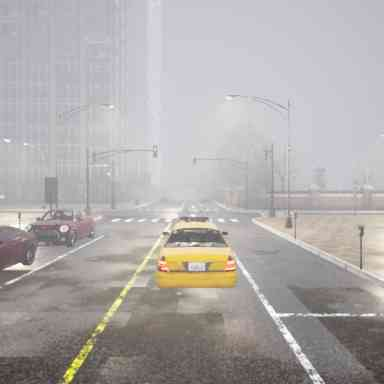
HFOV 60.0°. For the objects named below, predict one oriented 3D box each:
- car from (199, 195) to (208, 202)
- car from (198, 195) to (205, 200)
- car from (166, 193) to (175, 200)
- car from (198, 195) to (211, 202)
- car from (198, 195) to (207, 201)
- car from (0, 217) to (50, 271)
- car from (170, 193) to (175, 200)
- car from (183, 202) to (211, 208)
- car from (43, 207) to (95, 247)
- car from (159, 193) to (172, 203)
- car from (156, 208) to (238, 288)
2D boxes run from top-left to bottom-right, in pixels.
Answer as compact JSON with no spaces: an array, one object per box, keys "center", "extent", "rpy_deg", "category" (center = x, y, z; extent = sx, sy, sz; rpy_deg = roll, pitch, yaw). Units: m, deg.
[{"center":[2.622,1.454,74.788],"extent":[1.887,1.381,4.507],"rpy_deg":[0,0,0],"category":"car"},{"center":[2.607,1.411,91.470],"extent":[1.887,1.381,4.507],"rpy_deg":[0,0,0],"category":"car"},{"center":[-5.917,1.181,91.407],"extent":[2.192,1.841,5.009],"rpy_deg":[0,0,0],"category":"car"},{"center":[2.693,1.492,63.674],"extent":[1.947,1.339,4.313],"rpy_deg":[0,0,0],"category":"car"},{"center":[2.617,1.448,80.349],"extent":[2.008,1.369,4.403],"rpy_deg":[0,0,0],"category":"car"},{"center":[-5.699,1.579,8.949],"extent":[1.802,1.307,4.206],"rpy_deg":[0,0,0],"category":"car"},{"center":[-5.913,1.324,85.848],"extent":[1.967,1.590,4.097],"rpy_deg":[0,0,0],"category":"car"},{"center":[0.098,1.535,19.413],"extent":[2.033,1.411,5.357],"rpy_deg":[0,0,0],"category":"car"},{"center":[-5.704,1.433,14.642],"extent":[1.967,1.590,4.097],"rpy_deg":[0,0,0],"category":"car"},{"center":[-5.899,1.485,69.165],"extent":[1.947,1.339,4.313],"rpy_deg":[0,0,0],"category":"car"},{"center":[0.090,1.454,9.150],"extent":[1.801,1.575,5.366],"rpy_deg":[0,0,0],"category":"car"}]
